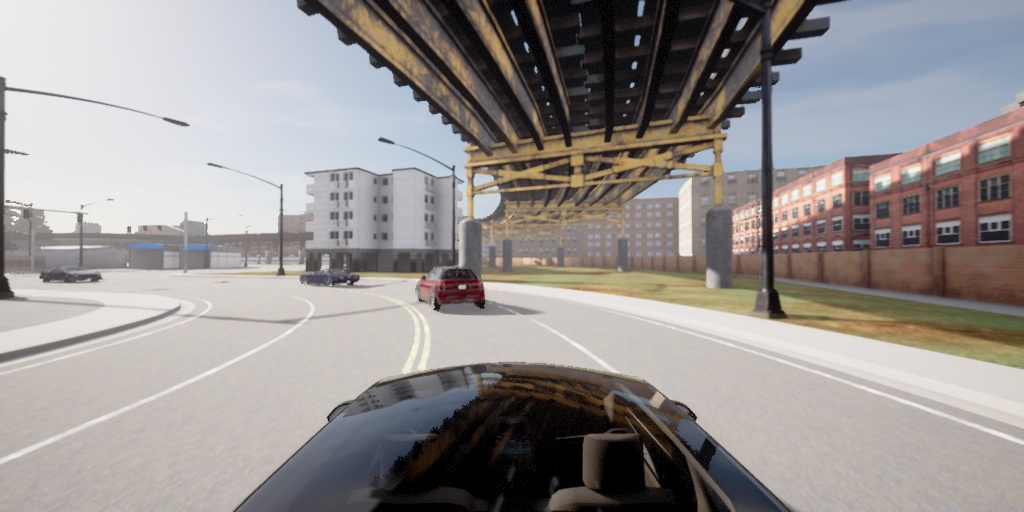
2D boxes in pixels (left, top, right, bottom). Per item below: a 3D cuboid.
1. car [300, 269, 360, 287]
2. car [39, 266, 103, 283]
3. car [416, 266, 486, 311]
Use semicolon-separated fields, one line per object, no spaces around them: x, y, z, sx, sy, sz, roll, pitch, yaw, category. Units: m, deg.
-13.725;1.596;26.892;4.718;1.301;1.895;0;-1;28;car
-38.253;1.583;31.060;5.357;1.411;2.033;0;-1;17;car
-2.807;1.237;15.693;2.097;1.767;4.553;0;-1;-25;car
